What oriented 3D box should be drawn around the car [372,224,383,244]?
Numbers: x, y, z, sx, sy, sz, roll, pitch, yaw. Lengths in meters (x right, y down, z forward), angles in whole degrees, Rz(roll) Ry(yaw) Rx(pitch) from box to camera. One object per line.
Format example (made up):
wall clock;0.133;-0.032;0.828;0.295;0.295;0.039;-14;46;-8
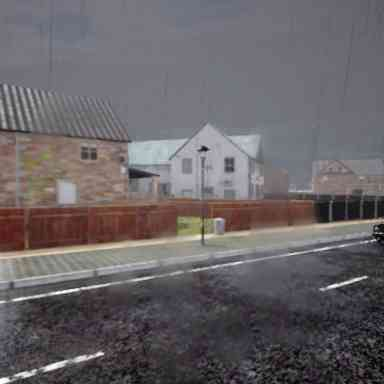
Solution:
car;10.023;1.639;14.823;4.718;1.301;1.895;0;0;-35
